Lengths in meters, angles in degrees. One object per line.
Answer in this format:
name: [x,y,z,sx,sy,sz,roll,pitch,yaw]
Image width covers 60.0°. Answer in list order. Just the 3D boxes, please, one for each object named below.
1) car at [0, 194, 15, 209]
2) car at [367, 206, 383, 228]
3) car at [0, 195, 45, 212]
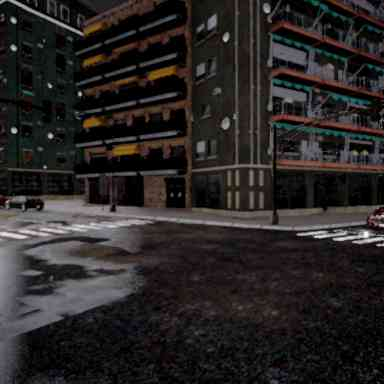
car: [-19.342,0.901,32.551,4.206,1.307,1.802,1,0,35]
car: [12.453,1.260,19.744,4.553,1.767,2.097,0,0,-32]
car: [-14.795,0.971,29.412,4.403,1.369,2.008,1,0,35]
